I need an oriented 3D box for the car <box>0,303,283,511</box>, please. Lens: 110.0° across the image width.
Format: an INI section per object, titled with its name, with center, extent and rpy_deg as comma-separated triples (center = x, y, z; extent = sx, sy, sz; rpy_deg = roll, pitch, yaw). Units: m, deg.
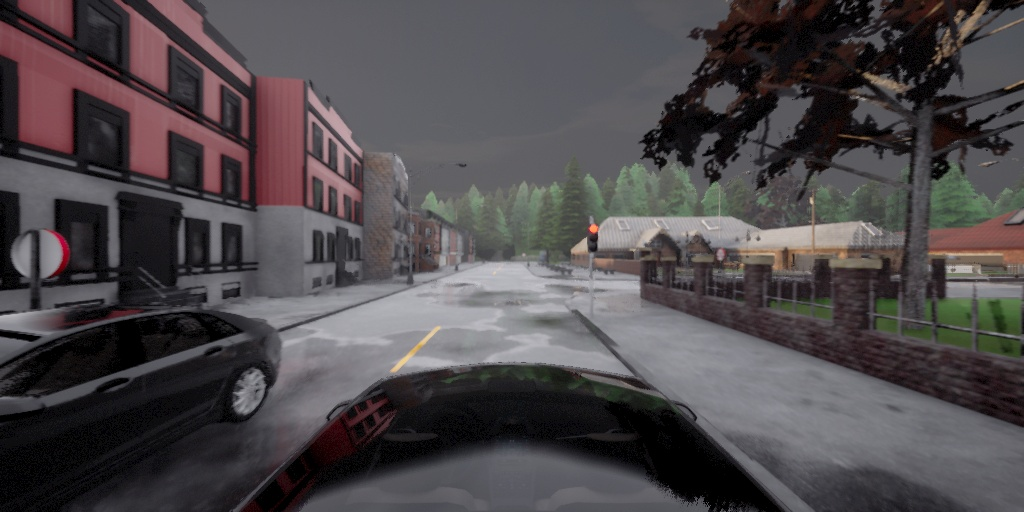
[car]
center = -4.073, 1.251, 2.941
extent = 1.837, 1.490, 4.892
rpy_deg = 0, 0, 0
